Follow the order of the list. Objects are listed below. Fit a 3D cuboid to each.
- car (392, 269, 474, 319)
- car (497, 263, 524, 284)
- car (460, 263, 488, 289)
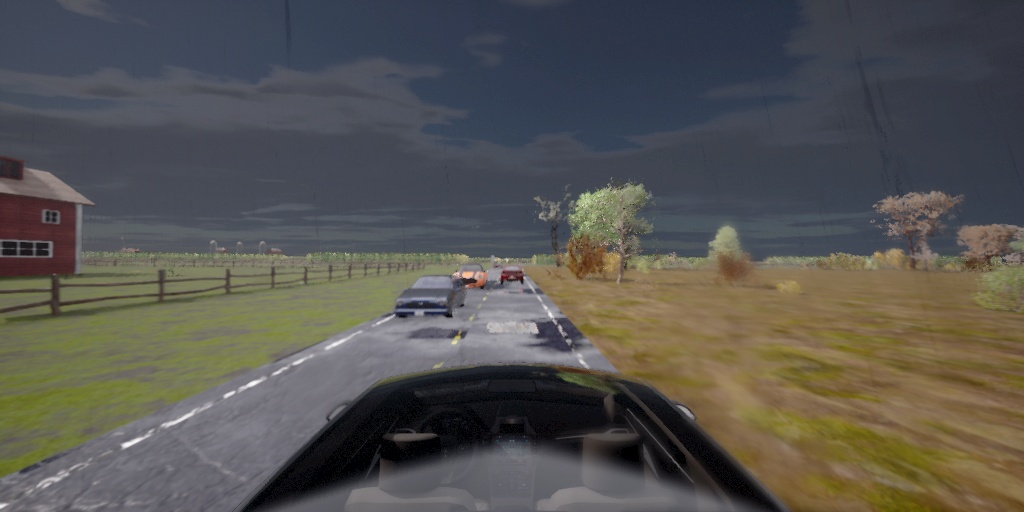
[{"bbox_3d":[-2.837,1.408,13.668,2.033,1.411,5.357,0,-1,0],"label":"car"},{"bbox_3d":[0.016,1.492,30.270,1.882,1.535,5.008,0,0,0],"label":"car"},{"bbox_3d":[-2.818,1.318,24.875,2.097,1.767,4.553,0,-1,0],"label":"car"}]
